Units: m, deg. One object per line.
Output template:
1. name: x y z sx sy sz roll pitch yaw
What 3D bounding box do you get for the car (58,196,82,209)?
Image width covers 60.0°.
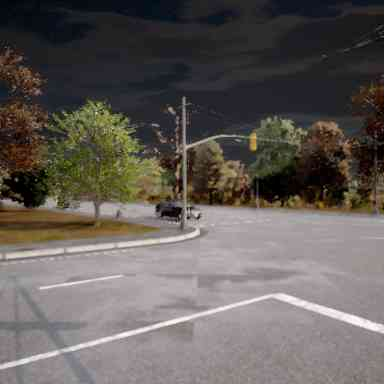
1. car: -17.113 1.310 46.656 2.097 1.767 4.553 0 0 -39

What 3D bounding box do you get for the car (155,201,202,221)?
1. car: -1.150 1.455 26.577 2.128 1.511 4.902 0 0 -37
